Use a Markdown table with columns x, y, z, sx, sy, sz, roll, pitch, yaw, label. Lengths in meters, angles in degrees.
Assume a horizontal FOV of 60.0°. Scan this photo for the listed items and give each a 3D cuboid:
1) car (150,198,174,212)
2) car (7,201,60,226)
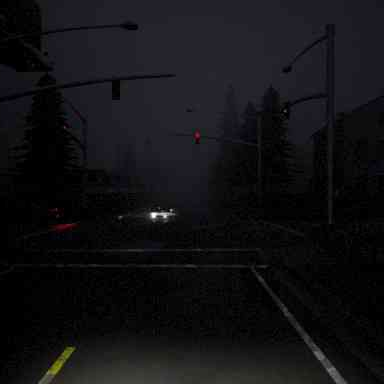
| x | y | z | sx | sy | sz | roll | pitch | yaw | label |
| --- | --- | --- | --- | --- | --- | --- | --- | --- | --- |
| -3.517 | 1.564 | 38.001 | 1.994 | 1.385 | 4.181 | 0 | 0 | 0 | car |
| -11.092 | 1.317 | 21.408 | 4.902 | 1.511 | 2.128 | 1 | 0 | -1 | car |
